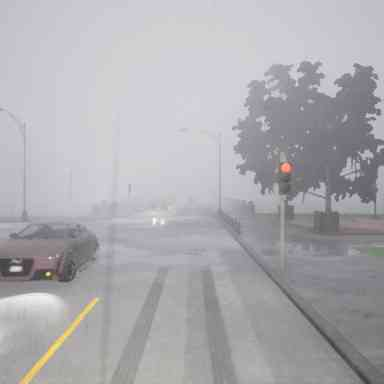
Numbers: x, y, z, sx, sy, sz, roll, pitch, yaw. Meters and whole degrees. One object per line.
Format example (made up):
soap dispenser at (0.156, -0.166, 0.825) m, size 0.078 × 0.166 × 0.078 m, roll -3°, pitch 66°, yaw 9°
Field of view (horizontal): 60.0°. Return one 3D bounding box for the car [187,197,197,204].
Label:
car at (0.054, 1.547, 61.659) m, size 2.033 × 1.411 × 5.357 m, roll 0°, pitch 0°, yaw 0°

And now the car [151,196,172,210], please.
car at (-4.063, 1.491, 42.224) m, size 2.128 × 1.511 × 4.902 m, roll 0°, pitch 0°, yaw 0°

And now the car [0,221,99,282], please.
car at (-4.061, 1.563, 9.567) m, size 1.994 × 1.385 × 4.181 m, roll 0°, pitch 0°, yaw -2°

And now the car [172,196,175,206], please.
car at (-4.048, 1.477, 51.771) m, size 1.882 × 1.535 × 5.008 m, roll 0°, pitch 0°, yaw 0°
